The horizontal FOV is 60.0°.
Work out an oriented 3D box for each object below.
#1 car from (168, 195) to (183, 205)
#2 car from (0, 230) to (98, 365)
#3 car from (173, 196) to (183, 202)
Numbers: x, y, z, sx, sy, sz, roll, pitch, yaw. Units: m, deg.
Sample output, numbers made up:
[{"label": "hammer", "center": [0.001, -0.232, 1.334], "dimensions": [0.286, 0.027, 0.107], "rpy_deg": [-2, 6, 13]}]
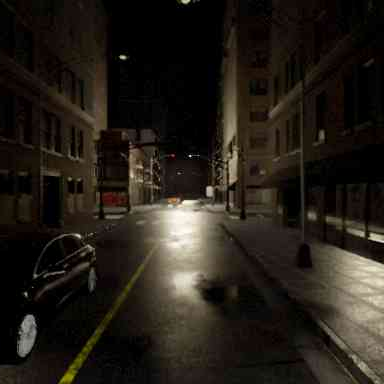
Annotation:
[{"label": "car", "center": [-3.038, 1.372, 58.898], "dimensions": [2.097, 1.767, 4.553], "rpy_deg": [0, 0, 1]}, {"label": "car", "center": [-3.091, 1.511, 5.900], "dimensions": [1.837, 1.490, 4.892], "rpy_deg": [0, 0, 0]}, {"label": "car", "center": [-2.993, 1.545, 74.236], "dimensions": [2.033, 1.411, 5.357], "rpy_deg": [0, 0, 0]}]
